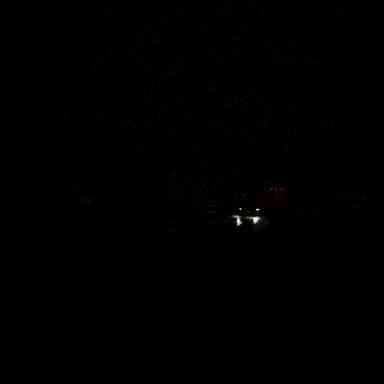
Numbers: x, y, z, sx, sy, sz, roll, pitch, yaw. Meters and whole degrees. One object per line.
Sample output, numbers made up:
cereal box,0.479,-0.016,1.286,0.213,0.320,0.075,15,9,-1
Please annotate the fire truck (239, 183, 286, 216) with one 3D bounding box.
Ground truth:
fire truck,8.965,0.883,41.557,2.891,3.827,8.468,1,0,35
